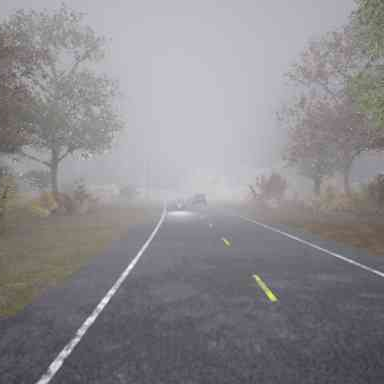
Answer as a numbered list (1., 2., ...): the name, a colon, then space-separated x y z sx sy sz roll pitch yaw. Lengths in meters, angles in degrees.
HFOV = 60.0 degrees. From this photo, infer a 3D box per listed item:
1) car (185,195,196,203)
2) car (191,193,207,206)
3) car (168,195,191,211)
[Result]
1. car: -0.383 1.386 70.118 1.882 1.535 5.008 0 0 -5
2. car: 1.070 1.173 53.214 2.150 2.045 5.566 0 0 -5
3. car: -1.622 1.455 40.408 2.128 1.511 4.902 0 0 -4
